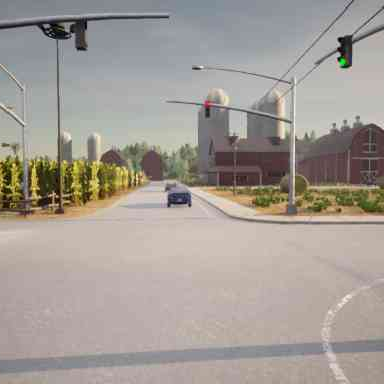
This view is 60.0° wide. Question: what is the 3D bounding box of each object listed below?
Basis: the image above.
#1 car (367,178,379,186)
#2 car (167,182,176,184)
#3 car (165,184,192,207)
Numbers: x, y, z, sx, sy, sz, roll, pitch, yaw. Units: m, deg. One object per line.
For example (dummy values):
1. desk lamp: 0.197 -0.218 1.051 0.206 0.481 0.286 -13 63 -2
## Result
1. car: 42.378 -2.329 77.516 1.905 1.878 3.866 10 10 41
2. car: -3.335 -0.811 52.831 2.128 1.511 4.902 0 3 -5
3. car: -1.109 0.346 27.600 1.882 1.535 5.008 0 3 -5
